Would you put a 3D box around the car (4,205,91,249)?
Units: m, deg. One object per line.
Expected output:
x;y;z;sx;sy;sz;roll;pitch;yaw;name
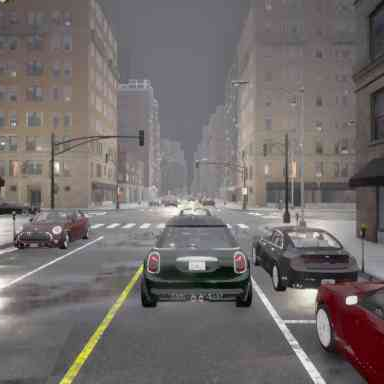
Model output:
-5.816;1.445;14.252;1.967;1.590;4.097;0;0;0;car

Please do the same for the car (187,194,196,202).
-0.198;1.706;80.174;1.895;1.301;4.718;0;0;0;car

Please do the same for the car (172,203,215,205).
0.135;1.497;15.443;2.128;1.511;4.902;0;0;0;car

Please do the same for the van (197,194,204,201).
2.396;1.503;91.220;1.690;1.788;3.998;0;0;0;van

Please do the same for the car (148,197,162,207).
-5.858;1.595;52.614;2.008;1.369;4.403;0;0;0;car

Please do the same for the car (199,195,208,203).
2.512;1.540;74.699;1.967;1.590;4.097;0;0;0;car

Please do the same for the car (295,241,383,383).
2.683;1.545;3.252;1.887;1.381;4.507;0;0;0;car

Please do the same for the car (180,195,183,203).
-3.131;1.661;60.106;1.895;1.301;4.718;0;0;0;car

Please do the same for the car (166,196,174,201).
-6.131;1.727;91.170;1.947;1.339;4.313;0;0;0;car

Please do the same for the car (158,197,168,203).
-5.975;1.665;69.138;1.802;1.307;4.206;0;0;0;car

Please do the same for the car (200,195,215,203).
2.667;1.590;52.671;1.887;1.381;4.507;0;0;0;car

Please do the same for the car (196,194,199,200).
2.551;1.398;69.192;2.192;1.841;5.009;0;0;0;car

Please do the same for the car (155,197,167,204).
-5.936;1.613;63.630;1.887;1.381;4.507;0;0;0;car

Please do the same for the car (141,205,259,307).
0.068;1.354;8.123;2.097;1.767;4.553;0;0;-1;car

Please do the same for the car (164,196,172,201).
-6.092;1.720;85.662;1.802;1.307;4.206;0;0;0;car

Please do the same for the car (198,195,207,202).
2.473;1.559;80.205;1.967;1.590;4.097;0;0;0;car

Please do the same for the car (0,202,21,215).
-16.318;1.531;30.289;4.718;1.301;1.895;0;0;0;car

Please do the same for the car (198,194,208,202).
2.588;1.594;63.855;1.752;1.417;4.829;0;0;0;car

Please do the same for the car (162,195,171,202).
-6.052;1.558;80.154;1.967;1.590;4.097;0;0;0;car

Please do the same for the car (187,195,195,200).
-0.269;1.542;90.149;1.994;1.385;4.181;0;0;0;car

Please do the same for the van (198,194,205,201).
2.435;1.480;85.714;1.690;1.788;3.998;0;0;0;van

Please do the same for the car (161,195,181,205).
-3.078;1.588;50.289;2.033;1.411;5.357;0;0;-1;car

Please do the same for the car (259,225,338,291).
2.696;1.553;8.744;2.008;1.369;4.403;0;0;0;car
